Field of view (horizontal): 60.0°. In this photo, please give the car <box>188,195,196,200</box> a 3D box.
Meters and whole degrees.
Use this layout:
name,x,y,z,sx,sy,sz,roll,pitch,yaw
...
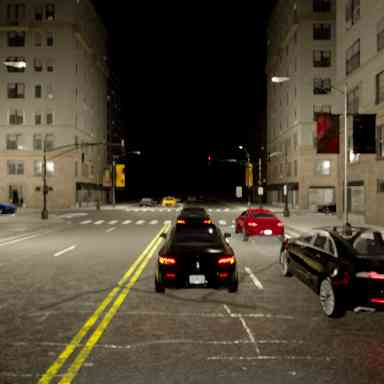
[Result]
name,x,y,z,sx,sy,sz,roll,pitch,yaw
car,-0.025,1.482,88.829,1.994,1.385,4.181,0,0,0

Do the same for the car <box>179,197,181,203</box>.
name,x,y,z,sx,sy,sz,roll,pitch,yaw
car,-3.272,1.654,68.907,1.895,1.301,4.718,0,0,0

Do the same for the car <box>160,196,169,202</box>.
name,x,y,z,sx,sy,sz,roll,pitch,yaw
car,-6.522,1.579,78.672,1.812,1.442,4.674,0,0,0

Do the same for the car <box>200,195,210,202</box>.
name,x,y,z,sx,sy,sz,roll,pitch,yaw
car,3.228,1.593,78.410,2.033,1.411,5.357,0,0,0

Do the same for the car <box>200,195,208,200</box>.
name,x,y,z,sx,sy,sz,roll,pitch,yaw
car,3.225,1.482,88.829,1.994,1.385,4.181,0,0,0

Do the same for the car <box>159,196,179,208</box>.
name,x,y,z,sx,sy,sz,roll,pitch,yaw
car,-3.368,1.518,49.746,1.882,1.535,5.008,0,1,-1

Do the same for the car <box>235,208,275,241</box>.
name,x,y,z,sx,sy,sz,roll,pitch,yaw
car,3.245,1.537,16.470,1.812,1.442,4.674,0,0,0

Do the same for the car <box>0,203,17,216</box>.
name,x,y,z,sx,sy,sz,roll,pitch,yaw
car,-19.464,1.477,31.929,5.008,1.535,1.882,1,0,0

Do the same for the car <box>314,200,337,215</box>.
name,x,y,z,sx,sy,sz,roll,pitch,yaw
car,15.262,1.602,34.749,4.674,1.442,1.812,0,0,0

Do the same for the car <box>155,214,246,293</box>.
name,x,y,z,sx,sy,sz,roll,pitch,yaw
car,0.094,1.531,8.767,1.812,1.442,4.674,0,0,0

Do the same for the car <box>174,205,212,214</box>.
name,x,y,z,sx,sy,sz,roll,pitch,yaw
car,0.094,1.538,17.676,1.812,1.442,4.674,0,0,0

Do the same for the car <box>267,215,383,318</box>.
name,x,y,z,sx,sy,sz,roll,pitch,yaw
car,3.336,1.496,7.375,2.128,1.511,4.902,0,0,0

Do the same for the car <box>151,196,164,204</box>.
name,x,y,z,sx,sy,sz,roll,pitch,yaw
car,-6.569,1.555,63.626,1.837,1.490,4.892,0,0,0

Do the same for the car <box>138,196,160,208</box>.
name,x,y,z,sx,sy,sz,roll,pitch,yaw
car,-6.583,1.587,49.454,2.033,1.411,5.357,0,0,4

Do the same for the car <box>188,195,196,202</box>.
name,x,y,z,sx,sy,sz,roll,pitch,yaw
car,-0.022,1.649,78.855,1.895,1.301,4.718,0,0,0
